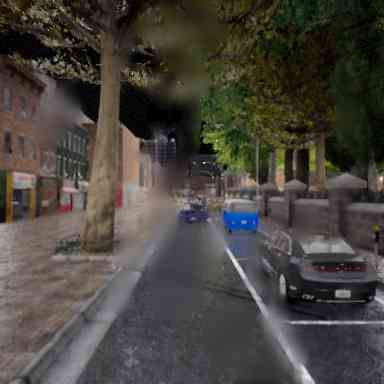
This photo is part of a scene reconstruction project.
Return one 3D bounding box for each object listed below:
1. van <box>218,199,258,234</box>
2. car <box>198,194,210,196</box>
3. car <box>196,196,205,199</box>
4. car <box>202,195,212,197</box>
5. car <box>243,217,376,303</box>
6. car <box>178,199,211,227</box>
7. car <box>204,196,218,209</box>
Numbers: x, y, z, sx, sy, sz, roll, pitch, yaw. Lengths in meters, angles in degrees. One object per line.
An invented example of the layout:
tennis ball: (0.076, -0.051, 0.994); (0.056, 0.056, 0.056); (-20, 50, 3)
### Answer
van: (2.650, 1.329, 18.900); (1.690, 1.788, 3.998); (1, 0, 0)
car: (2.648, 1.327, 57.047); (2.192, 1.841, 5.009); (1, 0, 0)
car: (0.093, 1.538, 37.987); (2.033, 1.411, 5.357); (0, 0, 0)
car: (2.645, 1.586, 51.597); (1.802, 1.307, 4.206); (1, 0, 0)
car: (2.647, 1.543, 8.001); (2.008, 1.369, 4.403); (1, 0, 0)
car: (0.096, 1.465, 22.694); (1.882, 1.535, 5.008); (0, 0, 0)
car: (2.647, 1.518, 40.868); (1.752, 1.417, 4.829); (1, 0, 0)
